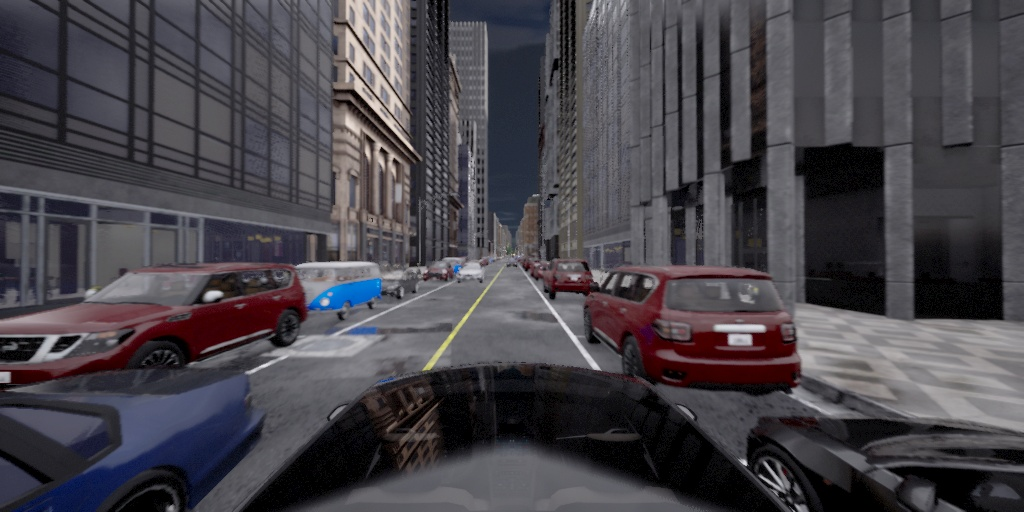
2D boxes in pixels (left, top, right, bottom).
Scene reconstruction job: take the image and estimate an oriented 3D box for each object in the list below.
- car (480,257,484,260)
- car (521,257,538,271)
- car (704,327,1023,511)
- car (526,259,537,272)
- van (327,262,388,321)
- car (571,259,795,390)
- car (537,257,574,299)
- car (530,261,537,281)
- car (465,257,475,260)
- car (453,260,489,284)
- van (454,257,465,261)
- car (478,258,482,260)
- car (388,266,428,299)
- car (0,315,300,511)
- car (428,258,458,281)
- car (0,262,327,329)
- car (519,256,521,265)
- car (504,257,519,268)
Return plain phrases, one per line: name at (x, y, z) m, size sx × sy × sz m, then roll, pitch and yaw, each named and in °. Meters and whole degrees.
car at (-5.875, 1.239, 57.050) m, size 1.751 × 1.417 × 4.829 m, roll 0°, pitch 0°, yaw 0°
car at (2.655, 1.041, 45.970) m, size 2.192 × 1.841 × 5.009 m, roll 0°, pitch 0°, yaw 0°
car at (2.669, 1.315, 0.972) m, size 1.948 × 1.339 × 4.313 m, roll 0°, pitch 0°, yaw 0°
car at (2.658, 1.283, 34.720) m, size 1.888 × 1.381 × 4.507 m, roll 0°, pitch 0°, yaw 0°
van at (-5.860, 1.093, 12.221) m, size 1.690 × 1.789 × 3.998 m, roll 0°, pitch 0°, yaw 0°
car at (2.667, 1.066, 6.597) m, size 2.192 × 1.841 × 5.009 m, roll 0°, pitch 0°, yaw 0°
car at (2.664, 1.065, 17.846) m, size 2.192 × 1.841 × 5.009 m, roll 0°, pitch 0°, yaw 0°
car at (2.660, 1.325, 29.096) m, size 1.802 × 1.307 × 4.207 m, roll 0°, pitch 0°, yaw 0°
car at (-5.870, 1.048, 40.346) m, size 2.192 × 1.841 × 5.009 m, roll 0°, pitch 0°, yaw 0°
car at (-3.031, 1.270, 27.309) m, size 1.812 × 1.442 × 4.674 m, roll 0°, pitch 0°, yaw 0°
van at (-5.868, 1.079, 34.721) m, size 1.690 × 1.789 × 3.998 m, roll 0°, pitch 0°, yaw 0°
car at (-5.873, 1.266, 51.595) m, size 1.888 × 1.381 × 4.507 m, roll 0°, pitch 0°, yaw 0°
car at (-5.863, 1.301, 17.846) m, size 2.007 × 1.370 × 4.403 m, roll 0°, pitch 0°, yaw 0°
car at (-3.092, 1.297, 0.783) m, size 2.033 × 1.411 × 5.357 m, roll 0°, pitch 0°, yaw 0°
car at (-5.866, 1.183, 29.097) m, size 1.967 × 1.591 × 4.097 m, roll 0°, pitch 0°, yaw 0°
car at (-5.859, 1.066, 6.596) m, size 2.192 × 1.841 × 5.009 m, roll 0°, pitch 0°, yaw 0°
car at (2.651, 1.028, 57.219) m, size 2.192 × 1.841 × 5.009 m, roll 0°, pitch 0°, yaw 0°
car at (-0.019, 1.310, 60.621) m, size 1.895 × 1.301 × 4.718 m, roll 0°, pitch 0°, yaw 0°
